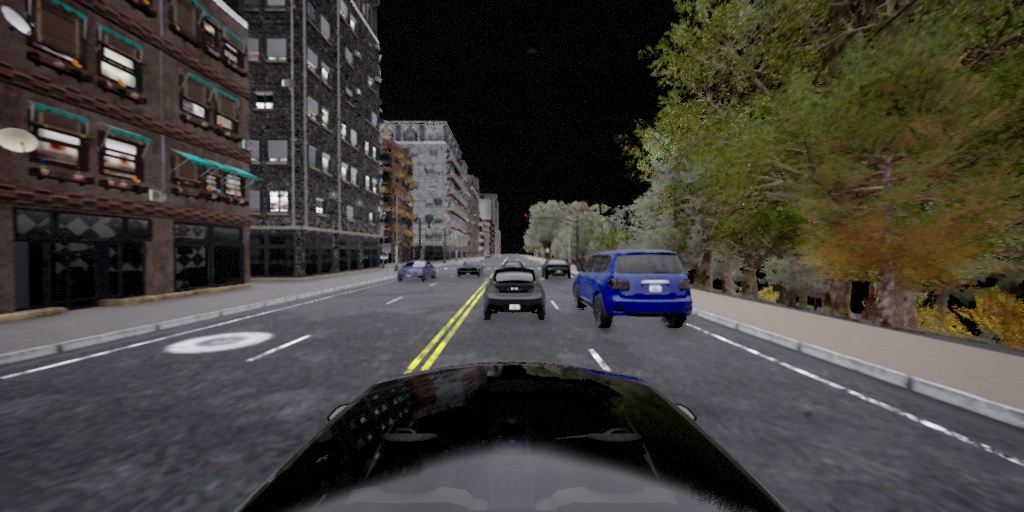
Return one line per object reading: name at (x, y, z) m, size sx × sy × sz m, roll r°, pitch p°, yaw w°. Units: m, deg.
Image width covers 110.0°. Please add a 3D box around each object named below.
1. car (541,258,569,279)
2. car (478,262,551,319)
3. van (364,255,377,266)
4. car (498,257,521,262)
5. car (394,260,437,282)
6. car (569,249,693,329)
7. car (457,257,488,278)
car at (3.331, 0.921, 27.863) m, size 1.882 × 1.535 × 5.008 m, roll 0°, pitch 1°, yaw 0°
car at (0.081, 1.129, 12.217) m, size 1.837 × 1.490 × 4.892 m, roll 0°, pitch 1°, yaw 0°
van at (-22.723, 0.728, 55.803) m, size 3.998 × 1.789 × 1.690 m, roll 0°, pitch 0°, yaw -1°
car at (0.081, 1.012, 27.439) m, size 1.994 × 1.385 × 4.181 m, roll 0°, pitch 1°, yaw 0°
car at (-6.594, 0.999, 25.222) m, size 1.812 × 1.442 × 4.674 m, roll 0°, pitch 0°, yaw 0°
car at (3.330, 0.855, 10.975) m, size 2.150 × 2.045 × 5.566 m, roll 0°, pitch 0°, yaw 0°
car at (-3.334, 1.027, 29.399) m, size 1.895 × 1.301 × 4.718 m, roll 0°, pitch 1°, yaw 0°
